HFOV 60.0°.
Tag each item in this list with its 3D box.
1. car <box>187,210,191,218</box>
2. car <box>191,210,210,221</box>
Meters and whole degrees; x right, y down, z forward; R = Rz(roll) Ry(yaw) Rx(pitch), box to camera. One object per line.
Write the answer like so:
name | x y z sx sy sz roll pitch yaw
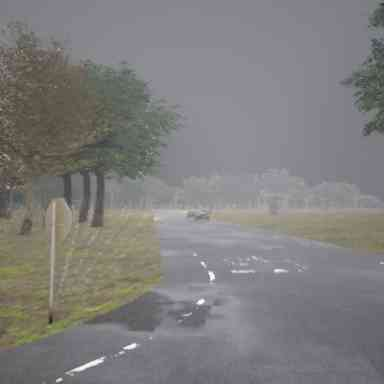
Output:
car | 0.200 3.837 58.079 1.895 1.301 4.718 1 -2 -7
car | 1.406 3.417 48.129 1.812 1.442 4.674 1 -2 -7
